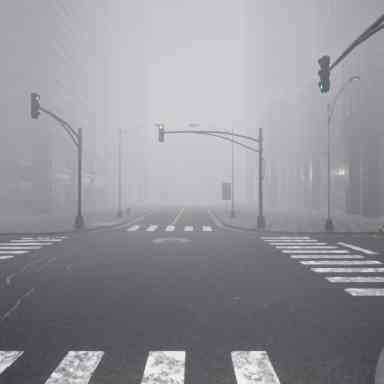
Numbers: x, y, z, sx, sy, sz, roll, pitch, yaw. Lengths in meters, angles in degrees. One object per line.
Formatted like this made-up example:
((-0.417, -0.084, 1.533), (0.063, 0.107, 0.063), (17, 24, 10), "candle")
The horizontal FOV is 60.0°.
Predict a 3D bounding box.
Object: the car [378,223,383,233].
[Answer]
((11.755, 1.564, 16.220), (4.829, 1.417, 1.752), (0, -1, 0), "car")
